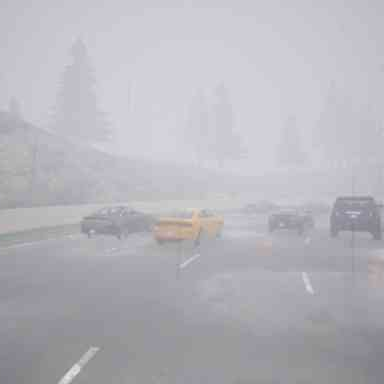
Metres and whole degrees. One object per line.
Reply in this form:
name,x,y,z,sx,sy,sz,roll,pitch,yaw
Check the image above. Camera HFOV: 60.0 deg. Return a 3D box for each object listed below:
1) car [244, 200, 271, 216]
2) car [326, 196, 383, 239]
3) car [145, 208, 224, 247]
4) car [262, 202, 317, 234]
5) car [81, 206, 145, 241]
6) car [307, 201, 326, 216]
car,6.880,1.491,32.516,1.812,1.442,4.674,0,0,43
car,8.680,1.205,17.498,2.150,2.045,5.566,0,0,29
car,0.008,1.460,15.267,1.882,1.535,5.008,0,0,21
car,5.748,1.506,19.147,1.812,1.442,4.674,0,0,29
car,-3.438,1.472,16.639,2.128,1.511,4.902,0,0,21
car,11.963,1.531,32.150,4.181,1.385,1.994,0,0,-42
